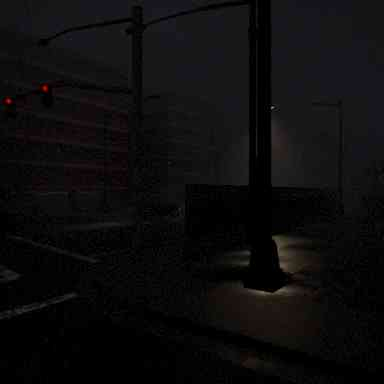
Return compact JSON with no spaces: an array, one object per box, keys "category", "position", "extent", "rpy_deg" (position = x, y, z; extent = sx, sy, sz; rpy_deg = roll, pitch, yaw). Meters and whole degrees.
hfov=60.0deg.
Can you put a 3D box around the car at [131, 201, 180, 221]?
[{"category":"car","position":[-2.959,1.497,27.709],"extent":[2.128,1.511,4.902],"rpy_deg":[0,0,35]}]

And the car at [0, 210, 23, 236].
[{"category":"car","position":[-10.862,1.521,16.443],"extent":[1.812,1.442,4.674],"rpy_deg":[0,-1,35]}]
